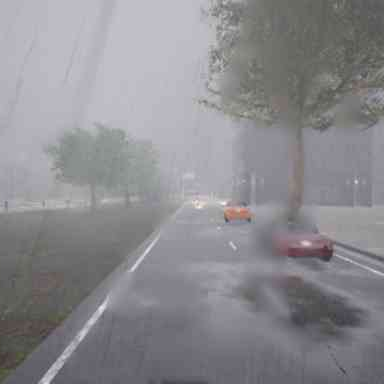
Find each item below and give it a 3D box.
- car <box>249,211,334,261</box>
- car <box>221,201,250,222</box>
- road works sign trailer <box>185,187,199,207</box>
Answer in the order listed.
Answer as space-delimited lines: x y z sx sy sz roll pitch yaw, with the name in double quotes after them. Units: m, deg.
3.602 1.613 12.474 1.994 1.385 4.181 0 0 0 "car"
3.606 1.503 28.062 2.097 1.767 4.553 0 0 0 "car"
0.018 0.890 59.402 2.380 3.560 2.880 -1 0 0 "road works sign trailer"
